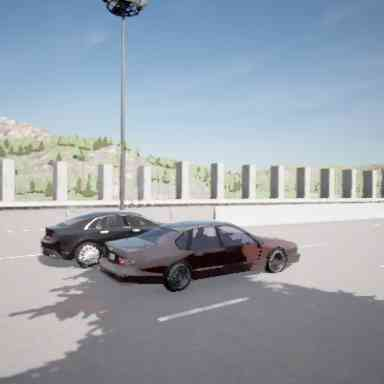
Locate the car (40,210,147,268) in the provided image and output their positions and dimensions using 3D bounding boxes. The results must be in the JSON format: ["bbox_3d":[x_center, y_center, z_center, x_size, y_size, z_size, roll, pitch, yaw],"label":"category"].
[{"bbox_3d":[-2.212,1.368,10.768,4.892,1.490,1.837,0,0,-34],"label":"car"}]

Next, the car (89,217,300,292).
[{"bbox_3d":[0.376,1.455,8.610,5.357,1.411,2.033,0,1,-32],"label":"car"}]
